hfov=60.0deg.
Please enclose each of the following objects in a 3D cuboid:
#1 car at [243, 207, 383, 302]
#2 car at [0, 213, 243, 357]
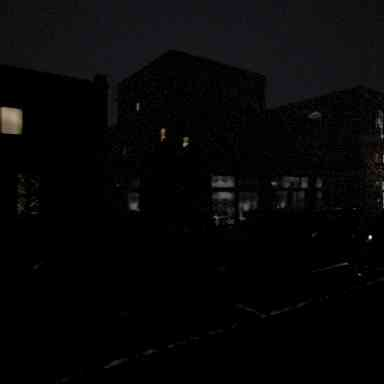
[{"bbox_3d":[2.687,1.327,8.489,5.009,1.841,2.192,0,-1,-36],"label":"car"},{"bbox_3d":[-1.824,1.318,5.266,5.009,1.841,2.192,0,-1,-36],"label":"car"}]
